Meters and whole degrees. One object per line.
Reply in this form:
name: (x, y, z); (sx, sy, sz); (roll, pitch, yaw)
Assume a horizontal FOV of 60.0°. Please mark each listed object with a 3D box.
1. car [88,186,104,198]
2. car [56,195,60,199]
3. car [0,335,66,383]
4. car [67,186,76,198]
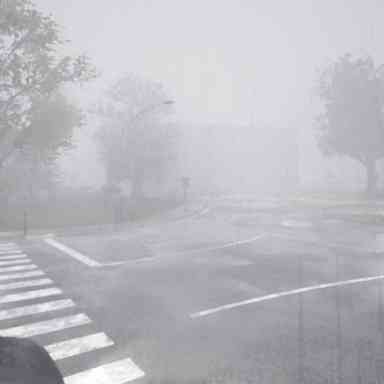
car: (-14.533, 0.279, 49.610); (2.231, 1.521, 4.892); (-1, 1, 16)
car: (-19.339, 0.096, 53.142); (2.435, 2.045, 5.566); (-2, 1, 16)
car: (-2.774, 1.562, 1.748); (4.181, 1.385, 1.994); (0, 0, -35)
car: (-16.950, 0.063, 51.324); (2.435, 2.045, 5.566); (-1, 1, 16)
